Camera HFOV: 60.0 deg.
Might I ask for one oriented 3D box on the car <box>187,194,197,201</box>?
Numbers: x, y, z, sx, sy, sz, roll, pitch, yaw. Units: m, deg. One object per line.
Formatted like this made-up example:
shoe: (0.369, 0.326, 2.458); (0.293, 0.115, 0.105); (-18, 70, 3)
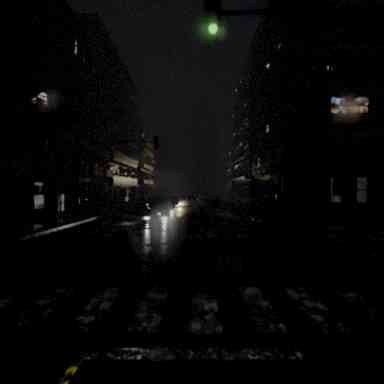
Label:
car: (0.014, 1.181, 71.204); (1.812, 1.442, 4.674); (0, 0, 0)

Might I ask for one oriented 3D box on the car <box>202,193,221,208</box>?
car: (2.689, 1.225, 42.695); (1.967, 1.590, 4.097); (-1, 0, 0)

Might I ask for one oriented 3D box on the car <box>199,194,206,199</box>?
car: (2.698, 1.136, 86.918); (1.887, 1.381, 4.507); (-1, 0, 0)

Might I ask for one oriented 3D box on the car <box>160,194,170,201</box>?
car: (-5.686, 1.187, 70.171); (1.752, 1.417, 4.829); (-1, 0, 0)

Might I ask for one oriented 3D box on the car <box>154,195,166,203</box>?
car: (-5.688, 1.291, 59.286); (1.802, 1.307, 4.206); (-1, 0, 0)

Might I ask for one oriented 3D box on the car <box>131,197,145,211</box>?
car: (-5.691, 1.361, 37.174); (2.008, 1.369, 4.403); (-1, 0, 0)

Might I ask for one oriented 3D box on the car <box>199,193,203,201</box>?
car: (2.693, 1.259, 59.278); (2.008, 1.369, 4.403); (-1, 0, 0)

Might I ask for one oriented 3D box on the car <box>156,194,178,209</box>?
car: (-3.070, 1.316, 41.498); (1.812, 1.442, 4.674); (0, 0, 0)

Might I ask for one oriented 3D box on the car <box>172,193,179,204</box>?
car: (-3.064, 1.289, 52.124); (2.033, 1.411, 5.357); (0, 0, 1)

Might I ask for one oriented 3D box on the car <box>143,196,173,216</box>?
car: (-3.090, 1.365, 31.184); (1.812, 1.442, 4.674); (0, 0, 0)

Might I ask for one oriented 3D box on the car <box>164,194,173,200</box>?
car: (-5.683, 1.196, 81.397); (1.802, 1.307, 4.206); (-1, 0, 0)

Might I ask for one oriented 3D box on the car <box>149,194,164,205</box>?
car: (-5.690, 1.174, 53.757); (1.967, 1.590, 4.097); (-1, 0, 0)
